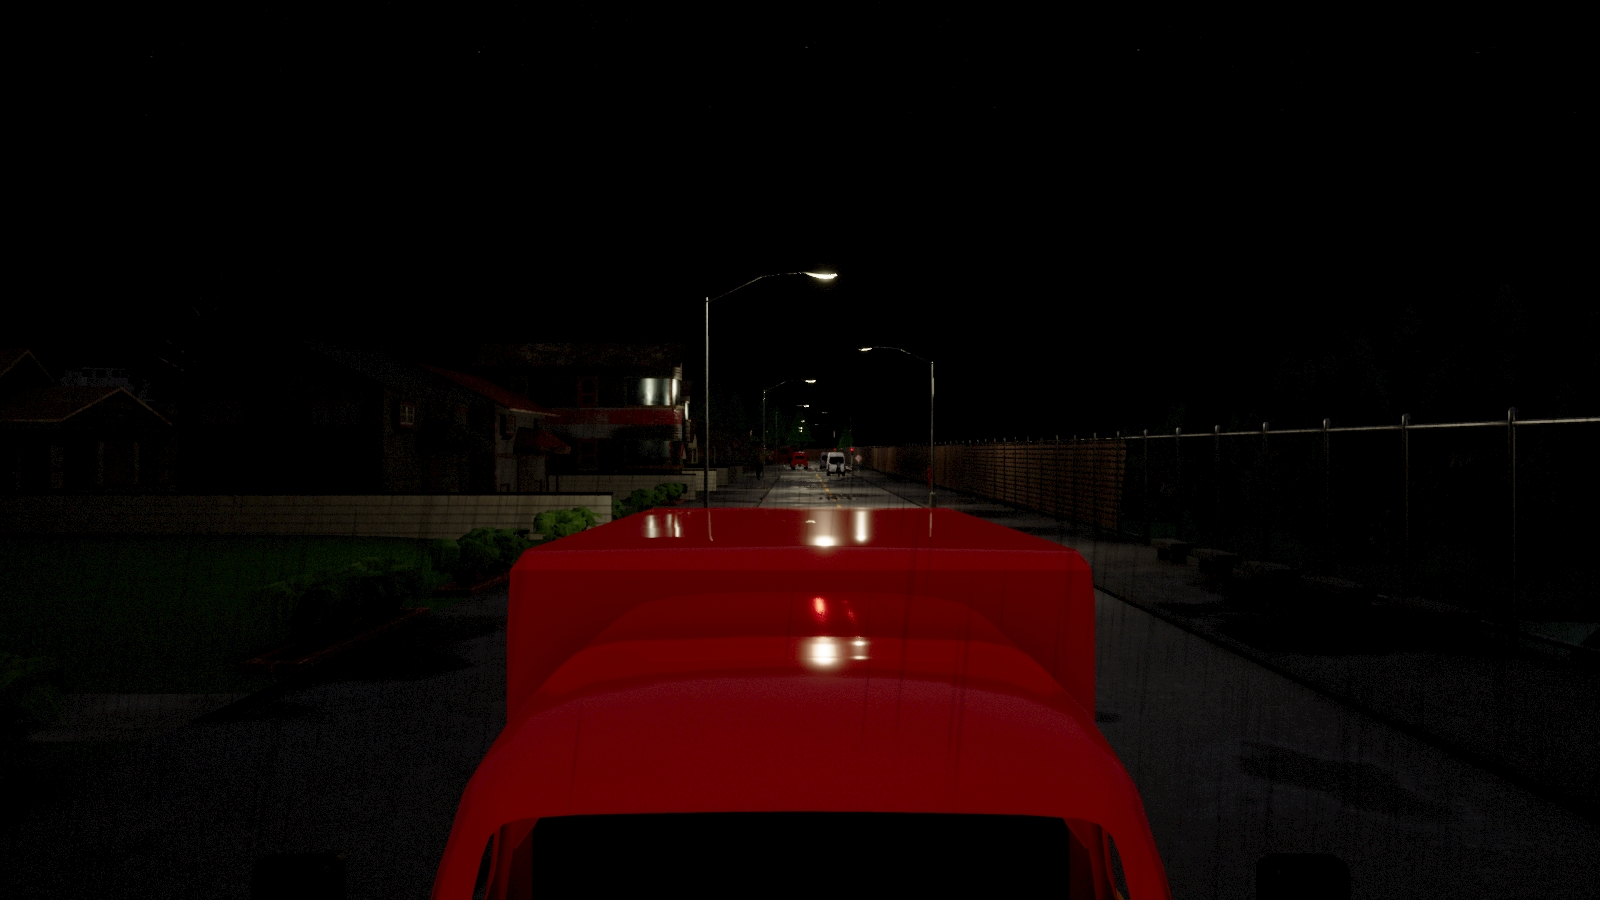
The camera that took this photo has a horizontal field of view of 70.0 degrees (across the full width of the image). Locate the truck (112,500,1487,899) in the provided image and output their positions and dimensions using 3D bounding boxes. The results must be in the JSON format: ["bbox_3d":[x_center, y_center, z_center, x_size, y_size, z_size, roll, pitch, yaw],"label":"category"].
[{"bbox_3d":[0.000,1.568,4.790,2.627,2.467,5.204,0,0,0],"label":"truck"}]
